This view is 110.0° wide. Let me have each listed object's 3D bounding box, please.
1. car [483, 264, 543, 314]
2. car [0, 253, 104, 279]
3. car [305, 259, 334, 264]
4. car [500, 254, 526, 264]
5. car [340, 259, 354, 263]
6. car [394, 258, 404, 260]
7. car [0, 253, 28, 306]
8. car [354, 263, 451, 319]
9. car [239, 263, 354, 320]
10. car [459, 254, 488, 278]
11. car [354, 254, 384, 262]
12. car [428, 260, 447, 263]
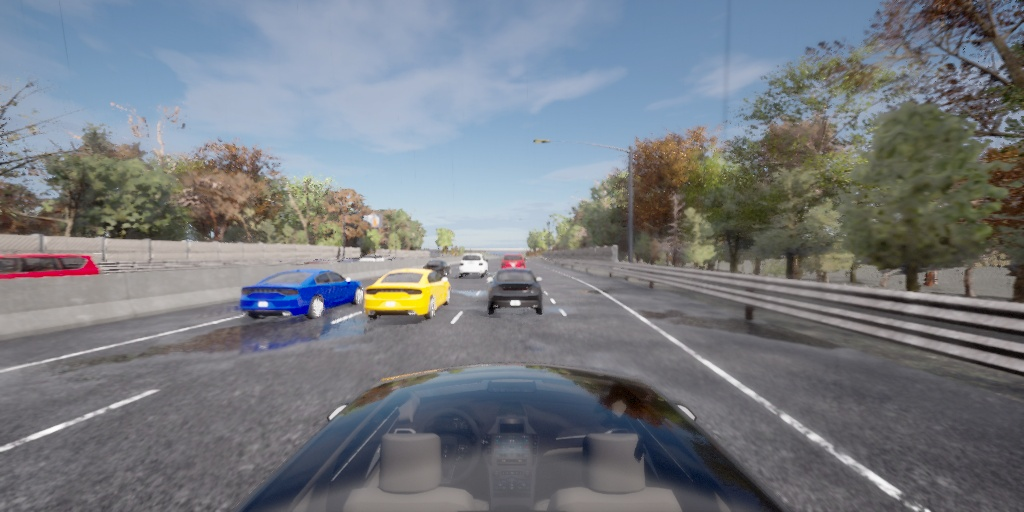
[{"bbox_3d":[0.104,1.201,13.520,1.837,1.490,4.892,0,0,0],"label":"car"},{"bbox_3d":[-17.598,0.924,12.178,2.150,2.045,5.566,0,0,0],"label":"car"},{"bbox_3d":[-28.023,1.155,52.206,1.895,1.301,4.718,0,0,1],"label":"car"},{"bbox_3d":[0.109,0.842,32.462,2.150,2.045,5.566,0,0,0],"label":"car"},{"bbox_3d":[-24.510,1.094,54.693,2.033,1.411,5.357,0,0,1],"label":"car"},{"bbox_3d":[-17.528,1.071,55.050,1.812,1.442,4.674,0,0,1],"label":"car"},{"bbox_3d":[-21.097,0.925,12.049,2.150,2.045,5.566,0,0,0],"label":"car"},{"bbox_3d":[-3.396,1.179,12.507,1.882,1.535,5.008,0,0,0],"label":"car"},{"bbox_3d":[-6.897,1.179,12.419,1.882,1.535,5.008,0,0,0],"label":"car"},{"bbox_3d":[-3.390,0.842,32.404,2.150,2.045,5.566,0,0,0],"label":"car"},{"bbox_3d":[-21.032,0.770,53.822,2.150,2.045,5.566,0,0,1],"label":"car"},{"bbox_3d":[-6.889,1.122,33.382,1.837,1.490,4.892,0,0,0],"label":"car"}]
